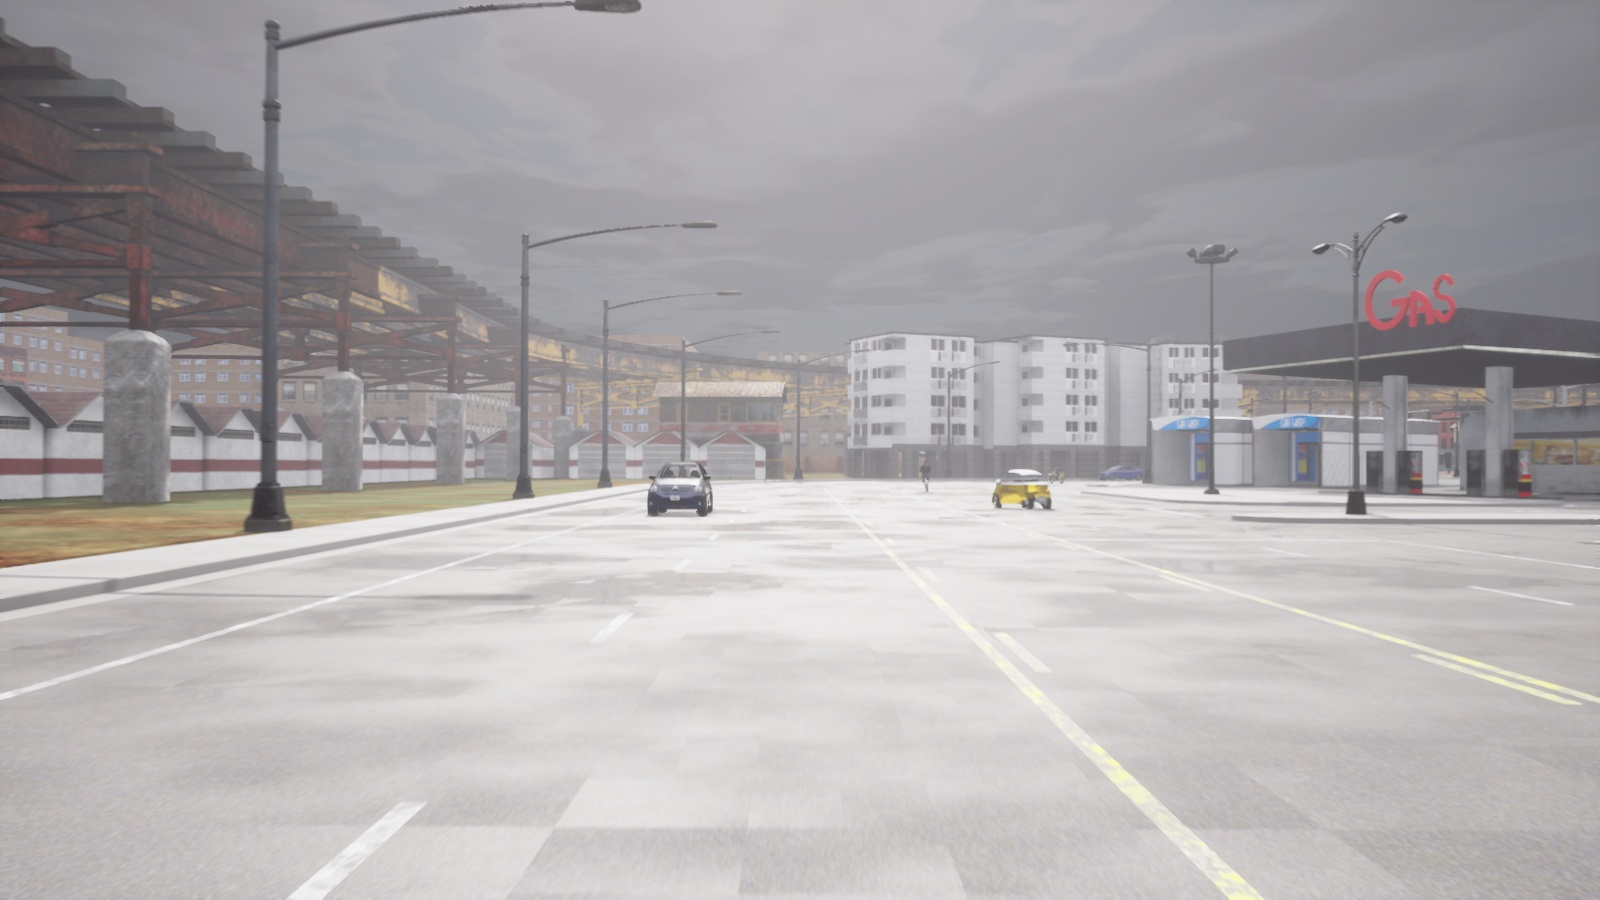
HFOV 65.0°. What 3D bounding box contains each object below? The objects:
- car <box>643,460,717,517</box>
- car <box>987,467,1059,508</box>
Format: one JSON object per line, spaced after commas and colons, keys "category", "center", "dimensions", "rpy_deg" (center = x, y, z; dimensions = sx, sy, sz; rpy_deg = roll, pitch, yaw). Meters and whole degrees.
{"category": "car", "center": [-3.577, 1.127, 38.066], "dimensions": [1.851, 1.617, 3.988], "rpy_deg": [0, -1, 0]}
{"category": "car", "center": [7.820, 1.299, 44.108], "dimensions": [1.481, 1.376, 2.207], "rpy_deg": [-1, 0, -24]}
